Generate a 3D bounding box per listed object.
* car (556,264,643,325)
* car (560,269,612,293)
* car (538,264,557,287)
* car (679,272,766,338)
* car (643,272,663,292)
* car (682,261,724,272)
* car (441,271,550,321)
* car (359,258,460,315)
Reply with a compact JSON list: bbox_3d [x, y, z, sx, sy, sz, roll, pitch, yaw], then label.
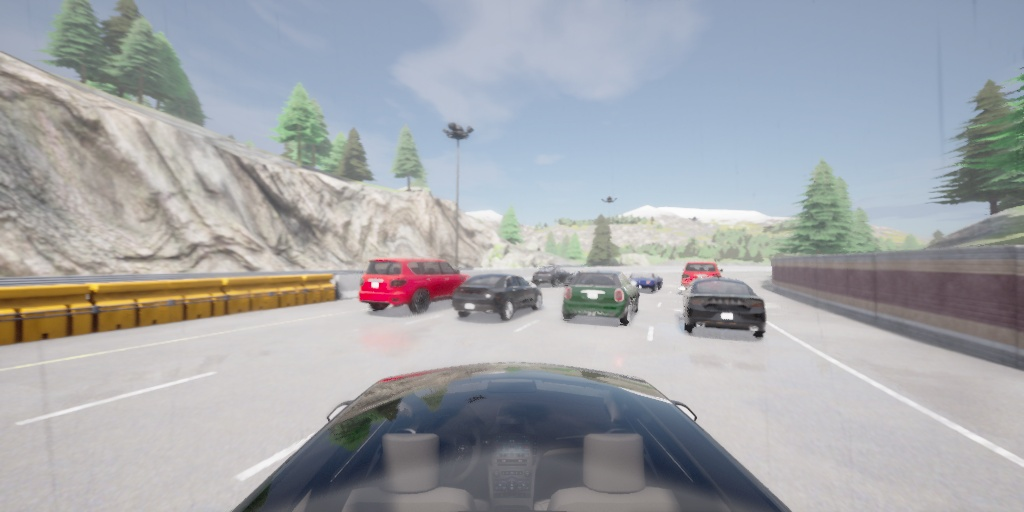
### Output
[{"bbox_3d":[3.362,1.284,13.033,2.097,1.767,4.553,0,-1,24],"label":"car"},{"bbox_3d":[5.333,1.660,25.140,2.033,1.411,5.357,0,-1,29],"label":"car"},{"bbox_3d":[3.311,1.631,28.622,2.128,1.511,4.902,0,-1,30],"label":"car"},{"bbox_3d":[6.370,1.416,11.208,1.882,1.535,5.008,0,-1,24],"label":"car"},{"bbox_3d":[9.216,1.748,24.867,1.895,1.301,4.718,0,-1,30],"label":"car"},{"bbox_3d":[12.088,1.372,22.854,2.150,2.045,5.566,0,-1,30],"label":"car"},{"bbox_3d":[-0.336,1.402,13.349,1.837,1.490,4.892,0,-2,24],"label":"car"},{"bbox_3d":[-3.581,1.109,14.673,2.150,2.045,5.566,0,-1,24],"label":"car"}]
